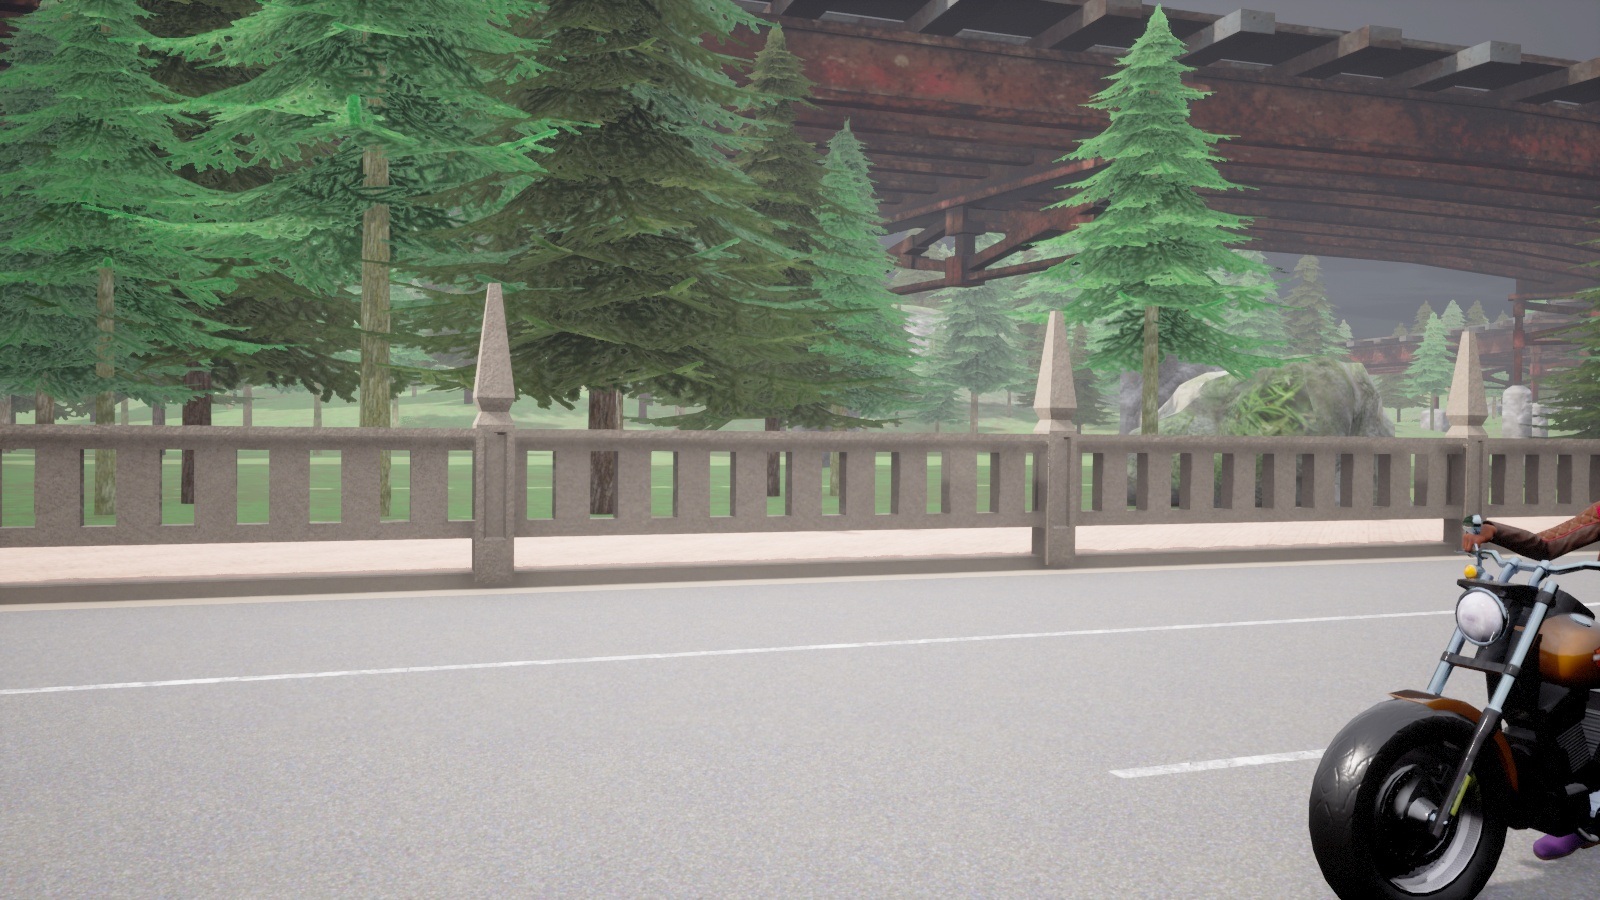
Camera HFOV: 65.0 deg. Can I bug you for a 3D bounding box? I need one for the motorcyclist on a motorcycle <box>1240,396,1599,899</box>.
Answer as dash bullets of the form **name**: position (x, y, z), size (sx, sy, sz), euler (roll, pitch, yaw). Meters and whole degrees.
- **motorcyclist on a motorcycle**: position (2.716, 0.650, 4.271), size (2.350, 1.649, 0.766), euler (-1, 1, -21)
